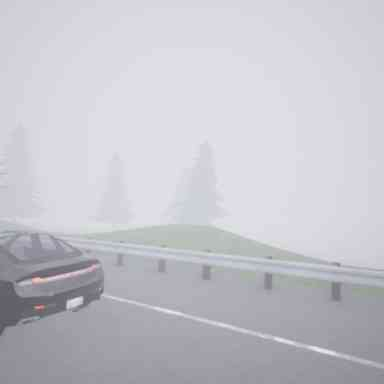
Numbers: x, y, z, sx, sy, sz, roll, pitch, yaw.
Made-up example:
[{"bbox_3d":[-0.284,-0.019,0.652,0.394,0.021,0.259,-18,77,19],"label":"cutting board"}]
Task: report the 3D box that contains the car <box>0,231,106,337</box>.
[{"bbox_3d":[-3.842,1.527,6.551,4.902,1.511,2.128,0,0,34],"label":"car"}]
